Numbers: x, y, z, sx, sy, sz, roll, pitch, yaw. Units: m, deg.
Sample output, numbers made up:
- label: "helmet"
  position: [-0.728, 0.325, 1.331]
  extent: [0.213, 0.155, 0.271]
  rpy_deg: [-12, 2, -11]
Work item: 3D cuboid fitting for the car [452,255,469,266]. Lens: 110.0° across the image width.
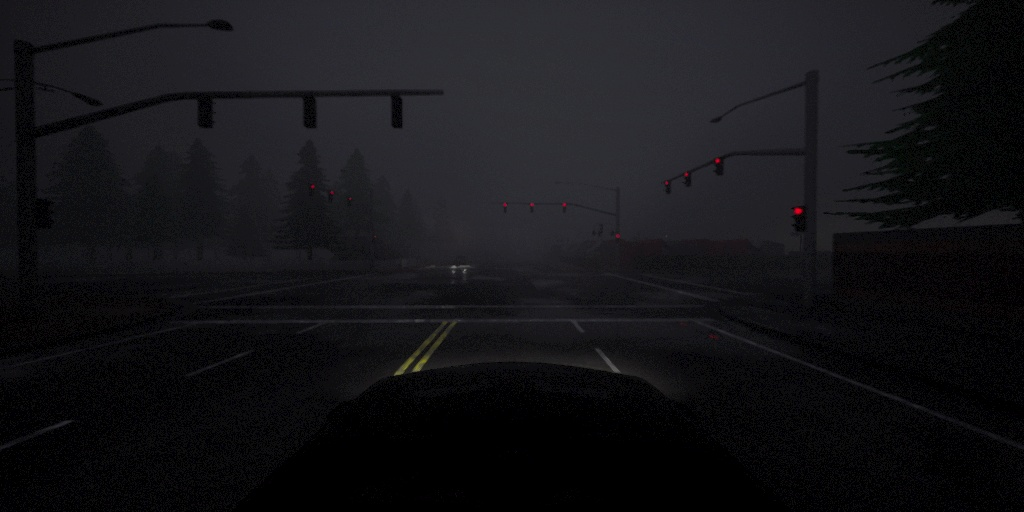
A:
- label: "car"
  position: [-6.993, 0.609, 48.893]
  extent: [1.837, 1.490, 4.892]
  rpy_deg: [0, 2, 0]
